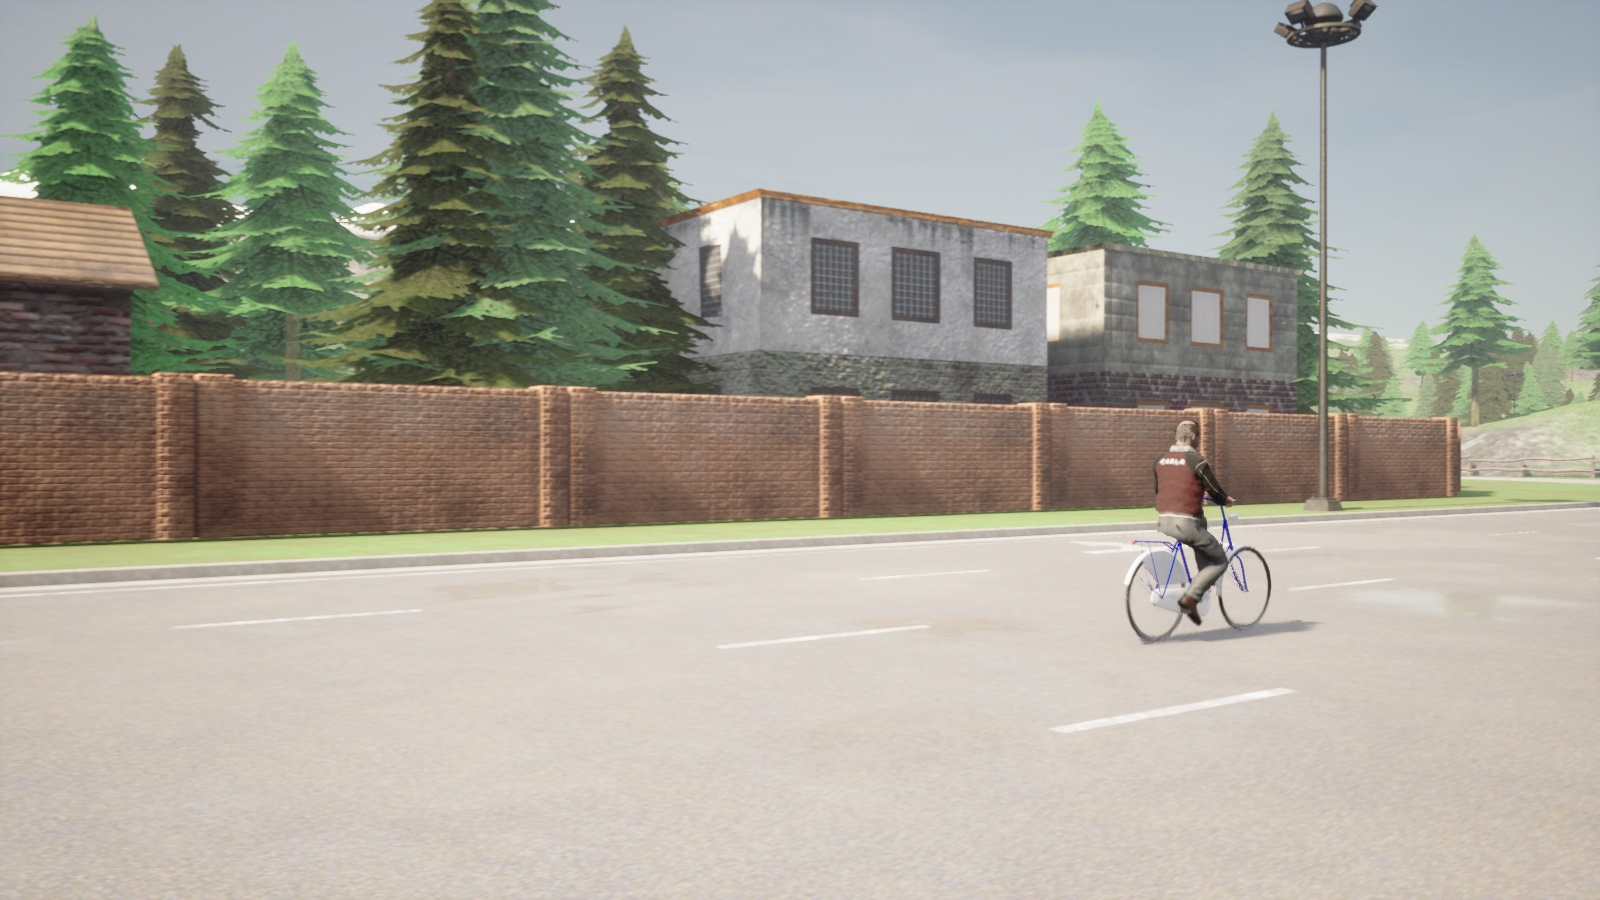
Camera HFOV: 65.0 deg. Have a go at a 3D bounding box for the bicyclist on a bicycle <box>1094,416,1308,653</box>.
[{"bbox_3d":[3.280,0.633,10.207,1.843,1.776,0.659,0,0,-35],"label":"bicyclist on a bicycle"}]
